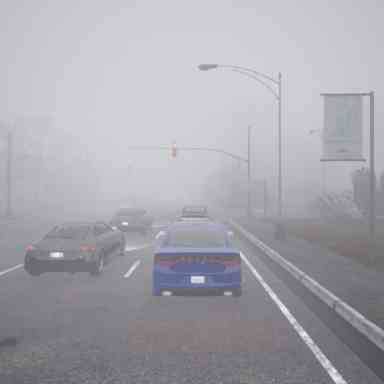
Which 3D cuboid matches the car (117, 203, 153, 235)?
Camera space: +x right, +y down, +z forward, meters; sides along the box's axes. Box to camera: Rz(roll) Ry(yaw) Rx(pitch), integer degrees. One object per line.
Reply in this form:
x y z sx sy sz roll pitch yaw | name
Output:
-3.370 1.562 18.806 1.994 1.385 4.181 0 0 0 | car

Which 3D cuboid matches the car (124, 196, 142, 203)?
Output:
-10.483 1.486 57.649 2.128 1.511 4.902 0 0 0 | car

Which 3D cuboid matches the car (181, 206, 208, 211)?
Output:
0.129 1.490 18.148 2.128 1.511 4.902 0 0 0 | car

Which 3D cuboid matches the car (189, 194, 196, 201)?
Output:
0.141 1.526 85.615 2.033 1.411 5.357 0 0 0 | car

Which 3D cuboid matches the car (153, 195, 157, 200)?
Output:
-10.355 1.461 88.013 1.812 1.442 4.674 0 0 0 | car

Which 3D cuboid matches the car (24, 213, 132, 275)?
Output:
-3.393 1.563 10.423 1.994 1.385 4.181 0 0 1 | car

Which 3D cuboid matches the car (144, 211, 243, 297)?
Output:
0.113 1.477 8.649 1.882 1.535 5.008 0 0 0 | car

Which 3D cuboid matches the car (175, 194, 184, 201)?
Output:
-3.359 1.342 86.007 2.097 1.767 4.553 0 0 0 | car

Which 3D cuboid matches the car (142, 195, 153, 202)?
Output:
-10.381 1.546 72.764 1.994 1.385 4.181 0 0 0 | car

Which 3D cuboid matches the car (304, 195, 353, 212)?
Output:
15.728 1.474 38.245 5.008 1.535 1.882 0 0 3 | car

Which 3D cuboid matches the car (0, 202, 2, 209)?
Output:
-24.121 1.216 36.860 5.566 2.045 2.150 0 0 4 | car
